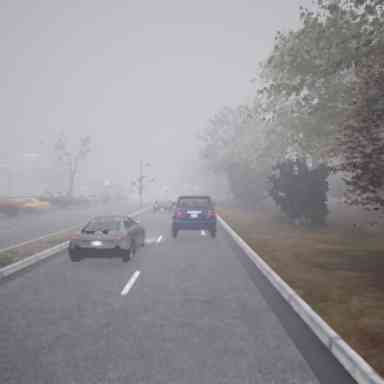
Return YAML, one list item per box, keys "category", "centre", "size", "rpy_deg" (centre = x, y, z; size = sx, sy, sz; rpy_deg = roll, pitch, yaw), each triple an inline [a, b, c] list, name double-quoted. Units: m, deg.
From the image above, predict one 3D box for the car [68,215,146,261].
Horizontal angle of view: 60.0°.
- category: "car"
  centre: [-2.898, 1.519, 12.134]
  size: [1.994, 1.385, 4.181]
  rpy_deg: [0, 0, 0]

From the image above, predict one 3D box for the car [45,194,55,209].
- category: "car"
  centre: [-16.977, 1.267, 33.418]
  size: [5.366, 1.575, 1.946]
  rpy_deg: [-1, 1, -20]

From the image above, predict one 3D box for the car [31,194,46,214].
- category: "car"
  centre: [-16.632, 1.283, 30.551]
  size: [5.366, 1.575, 1.946]
  rpy_deg: [-1, 0, -20]

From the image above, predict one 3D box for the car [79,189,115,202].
- category: "car"
  centre: [-16.811, 0.924, 57.478]
  size: [5.566, 2.045, 2.435]
  rpy_deg: [-1, 0, -20]

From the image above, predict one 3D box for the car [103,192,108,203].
- category: "car"
  centre: [-16.811, 1.209, 54.475]
  size: [4.792, 1.488, 2.163]
  rpy_deg: [-1, 0, -20]

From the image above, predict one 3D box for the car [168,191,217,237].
- category: "car"
  centre: [0.103, 1.132, 17.743]
  size: [2.150, 2.045, 5.566]
  rpy_deg: [0, 1, 0]

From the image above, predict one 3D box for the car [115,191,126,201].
- category: "car"
  centre: [-16.780, 0.912, 66.492]
  size: [5.566, 2.045, 2.435]
  rpy_deg: [-1, 0, -20]

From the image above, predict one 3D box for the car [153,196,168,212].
- category: "car"
  centre: [-2.899, 1.368, 34.513]
  size: [1.895, 1.301, 4.718]
  rpy_deg: [0, 0, 0]

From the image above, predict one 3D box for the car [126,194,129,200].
- category: "car"
  centre: [-16.708, 0.908, 69.528]
  size: [5.566, 2.045, 2.435]
  rpy_deg: [-1, 0, -20]

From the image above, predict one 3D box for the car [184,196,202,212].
- category: "car"
  centre: [0.107, 1.261, 36.180]
  size: [1.837, 1.490, 4.892]
  rpy_deg: [0, 0, 0]

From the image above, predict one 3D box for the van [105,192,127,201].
- category: "van"
  centre: [-16.592, 0.928, 72.565]
  size: [4.442, 1.987, 1.878]
  rpy_deg: [-1, 0, -19]

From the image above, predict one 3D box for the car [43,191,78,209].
- category: "car"
  centre: [-16.826, 0.979, 39.467]
  size: [5.566, 2.045, 2.435]
  rpy_deg: [-1, 1, -20]

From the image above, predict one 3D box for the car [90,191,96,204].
- category: "car"
  centre: [-16.824, 1.068, 48.480]
  size: [4.553, 1.767, 2.185]
  rpy_deg: [-1, 0, -20]

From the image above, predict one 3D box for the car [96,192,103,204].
- category: "car"
  centre: [-16.796, 1.187, 51.491]
  size: [4.892, 1.521, 2.231]
  rpy_deg: [-1, 0, -20]

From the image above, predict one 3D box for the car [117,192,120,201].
- category: "car"
  centre: [-16.760, 1.207, 63.496]
  size: [4.674, 1.452, 2.002]
  rpy_deg: [-1, 0, -20]

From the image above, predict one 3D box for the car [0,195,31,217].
- category: "car"
  centre: [-16.788, 1.063, 27.498]
  size: [5.566, 2.045, 2.435]
  rpy_deg: [-1, 0, -20]

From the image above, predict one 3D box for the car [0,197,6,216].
- category: "car"
  centre: [-16.785, 1.369, 24.497]
  size: [4.792, 1.488, 2.163]
  rpy_deg: [-1, 0, -20]

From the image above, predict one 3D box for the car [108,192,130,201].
- category: "car"
  centre: [-16.616, 1.026, 75.542]
  size: [4.553, 1.767, 2.185]
  rpy_deg: [-1, 0, -19]

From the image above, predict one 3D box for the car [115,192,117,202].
- category: "car"
  centre: [-16.950, 1.170, 60.429]
  size: [5.366, 1.575, 1.946]
  rpy_deg: [-1, 0, -20]

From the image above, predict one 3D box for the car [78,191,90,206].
- category: "car"
  centre: [-16.764, 1.077, 45.495]
  size: [4.553, 1.767, 2.185]
  rpy_deg: [-1, 1, -20]
